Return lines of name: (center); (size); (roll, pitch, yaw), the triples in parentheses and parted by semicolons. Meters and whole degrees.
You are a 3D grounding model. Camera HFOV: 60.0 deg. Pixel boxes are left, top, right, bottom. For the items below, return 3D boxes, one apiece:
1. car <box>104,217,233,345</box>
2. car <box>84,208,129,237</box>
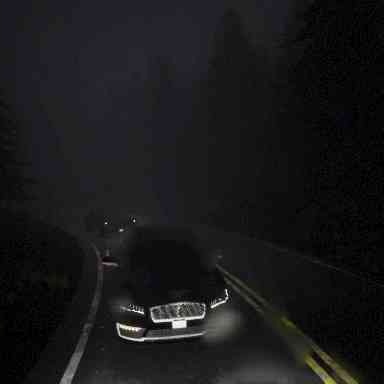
car: (-0.639, 1.494, 6.766); (1.837, 1.490, 4.892); (-1, 0, -11)
car: (-4.615, 1.608, 18.504); (1.895, 1.301, 4.718); (-3, 1, -29)
